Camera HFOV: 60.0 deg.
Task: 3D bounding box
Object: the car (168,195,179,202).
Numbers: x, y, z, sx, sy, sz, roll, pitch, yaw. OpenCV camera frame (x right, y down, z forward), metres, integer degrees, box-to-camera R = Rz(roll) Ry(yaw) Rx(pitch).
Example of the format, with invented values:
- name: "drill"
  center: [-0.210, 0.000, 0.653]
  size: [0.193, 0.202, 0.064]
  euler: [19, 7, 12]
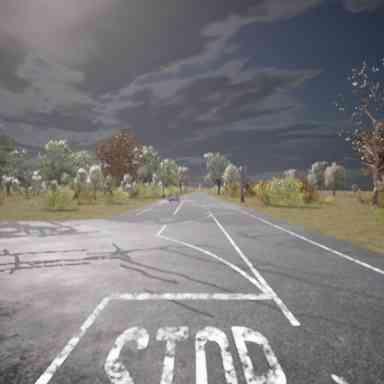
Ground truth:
- name: "car"
  center: [-3.482, 1.238, 63.107]
  size: [1.994, 1.385, 4.181]
  euler: [0, 0, 0]
